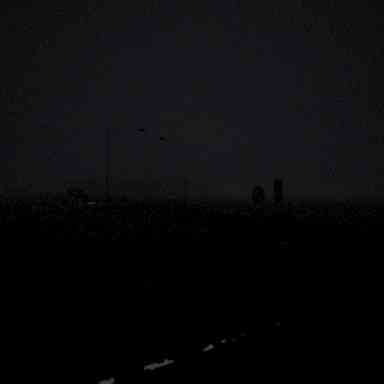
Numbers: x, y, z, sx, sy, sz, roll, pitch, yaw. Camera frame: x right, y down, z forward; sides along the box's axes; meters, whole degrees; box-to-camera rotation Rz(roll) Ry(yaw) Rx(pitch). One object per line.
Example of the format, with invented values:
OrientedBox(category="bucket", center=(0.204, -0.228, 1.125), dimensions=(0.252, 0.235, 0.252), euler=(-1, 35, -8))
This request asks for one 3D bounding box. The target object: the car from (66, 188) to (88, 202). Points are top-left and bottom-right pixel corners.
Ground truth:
OrientedBox(category="car", center=(-17.670, 0.411, 50.882), dimensions=(2.150, 2.045, 5.566), euler=(1, 1, -34))
